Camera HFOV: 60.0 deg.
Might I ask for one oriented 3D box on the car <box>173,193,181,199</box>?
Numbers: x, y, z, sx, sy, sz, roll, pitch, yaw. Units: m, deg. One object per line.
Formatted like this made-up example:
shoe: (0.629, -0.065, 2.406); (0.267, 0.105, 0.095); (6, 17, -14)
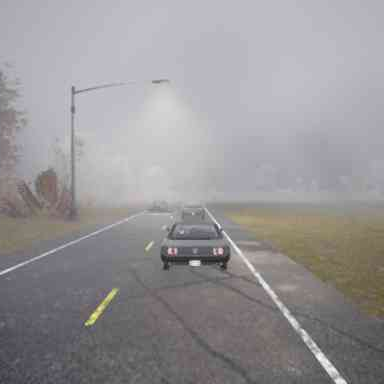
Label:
car: (-3.492, 1.027, 77.594); (1.882, 1.535, 5.008); (0, 0, 0)

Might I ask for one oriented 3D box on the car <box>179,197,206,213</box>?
car: (0.097, 1.455, 27.775); (2.128, 1.511, 4.902); (0, 0, 0)

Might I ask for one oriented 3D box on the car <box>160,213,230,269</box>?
car: (0.093, 1.586, 11.008); (1.895, 1.301, 4.718); (0, 0, 0)

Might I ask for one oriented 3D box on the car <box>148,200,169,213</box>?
car: (-3.589, 1.516, 36.346); (1.994, 1.385, 4.181); (0, 0, 0)
